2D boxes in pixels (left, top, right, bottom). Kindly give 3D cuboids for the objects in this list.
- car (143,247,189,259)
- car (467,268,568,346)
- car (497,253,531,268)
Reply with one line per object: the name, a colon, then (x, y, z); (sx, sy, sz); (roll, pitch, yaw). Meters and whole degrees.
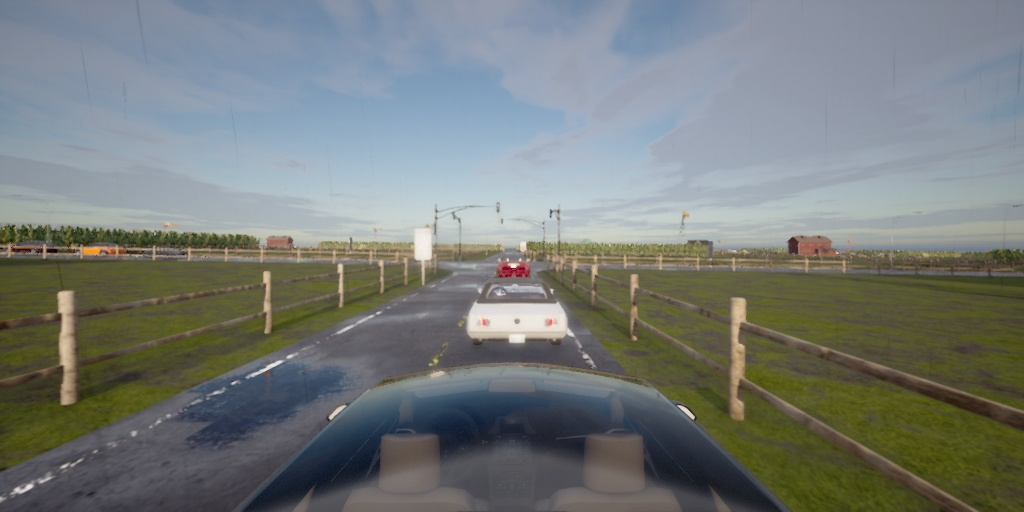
car: (-39.201, -0.357, 40.800); (4.181, 1.385, 1.994); (1, 1, 0)
car: (0.098, 1.175, 8.778); (1.895, 1.301, 4.718); (0, 1, 0)
car: (0.127, 0.568, 23.243); (2.097, 1.767, 4.553); (0, 2, 1)
